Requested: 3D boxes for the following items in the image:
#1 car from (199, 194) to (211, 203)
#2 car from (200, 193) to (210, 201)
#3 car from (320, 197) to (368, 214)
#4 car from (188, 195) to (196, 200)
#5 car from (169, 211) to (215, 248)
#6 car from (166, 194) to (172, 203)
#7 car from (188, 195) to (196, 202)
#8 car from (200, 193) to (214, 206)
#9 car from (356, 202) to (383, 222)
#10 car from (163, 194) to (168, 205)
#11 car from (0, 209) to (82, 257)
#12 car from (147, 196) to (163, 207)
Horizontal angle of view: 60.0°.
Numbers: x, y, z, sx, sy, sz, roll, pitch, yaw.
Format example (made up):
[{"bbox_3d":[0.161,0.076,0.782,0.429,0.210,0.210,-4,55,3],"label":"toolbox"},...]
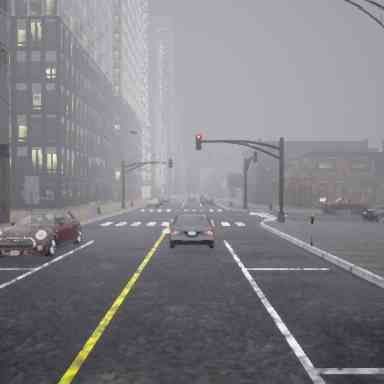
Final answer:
[{"bbox_3d":[2.675,1.299,67.492,2.192,1.841,5.009,-1,0,0],"label":"car"},{"bbox_3d":[3.107,1.210,82.141,2.150,2.045,5.566,0,0,0],"label":"car"},{"bbox_3d":[16.527,1.411,35.915,5.009,1.841,2.192,1,0,1],"label":"car"},{"bbox_3d":[0.001,1.498,87.576,1.895,1.301,4.718,0,0,0],"label":"car"},{"bbox_3d":[0.000,1.558,14.653,2.033,1.411,5.357,0,0,0],"label":"car"},{"bbox_3d":[-5.668,1.550,67.547,1.947,1.339,4.313,-1,0,0],"label":"car"},{"bbox_3d":[0.000,1.452,73.797,2.128,1.511,4.902,0,0,0],"label":"car"},{"bbox_3d":[2.677,1.426,56.203,1.967,1.590,4.097,-1,0,0],"label":"car"},{"bbox_3d":[16.418,1.793,27.538,4.313,1.339,1.947,1,0,1],"label":"car"},{"bbox_3d":[-5.668,1.551,56.258,1.947,1.339,4.313,-1,0,0],"label":"car"},{"bbox_3d":[-5.703,1.435,12.667,1.967,1.590,4.097,-1,0,0],"label":"car"},{"bbox_3d":[-5.839,1.512,50.444,1.752,1.417,4.829,-1,0,0],"label":"car"}]
